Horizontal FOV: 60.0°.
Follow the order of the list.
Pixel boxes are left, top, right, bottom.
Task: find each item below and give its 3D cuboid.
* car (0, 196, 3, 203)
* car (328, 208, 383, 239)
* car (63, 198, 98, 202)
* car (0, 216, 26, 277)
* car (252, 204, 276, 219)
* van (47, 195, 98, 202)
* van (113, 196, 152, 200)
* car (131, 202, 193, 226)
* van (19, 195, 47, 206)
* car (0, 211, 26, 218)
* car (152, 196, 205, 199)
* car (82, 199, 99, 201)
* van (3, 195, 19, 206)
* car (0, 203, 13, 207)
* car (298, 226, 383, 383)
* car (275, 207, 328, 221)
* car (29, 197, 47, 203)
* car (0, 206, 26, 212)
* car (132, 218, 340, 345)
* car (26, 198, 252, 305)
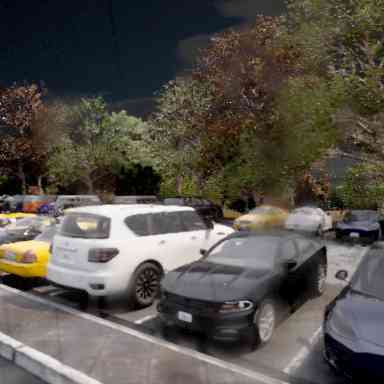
[{"bbox_3d":[-20.113,1.389,38.681,2.435,2.045,5.566,0,0,36],"label":"car"},{"bbox_3d":[9.029,1.611,17.540,2.163,1.488,4.792,0,0,36],"label":"car"},{"bbox_3d":[-8.869,1.586,30.595,2.163,1.488,4.792,0,0,36],"label":"car"},{"bbox_3d":[-3.024,1.574,10.390,1.946,1.575,5.366,0,0,36],"label":"car"},{"bbox_3d":[4.453,1.568,20.667,1.946,1.575,5.366,0,0,36],"label":"car"},{"bbox_3d":[-11.178,1.344,32.100,1.878,1.987,4.442,0,0,36],"label":"van"},{"bbox_3d":[-4.438,1.325,27.489,1.878,1.987,4.442,0,0,36],"label":"van"},{"bbox_3d":[-2.180,1.583,25.673,2.163,1.488,4.792,0,0,36],"label":"car"},{"bbox_3d":[-15.543,1.378,35.545,1.878,1.987,4.442,0,0,36],"label":"van"},{"bbox_3d":[-5.377,1.573,11.876,2.231,1.521,4.892,0,0,36],"label":"car"},{"bbox_3d":[0.095,1.308,24.092,2.435,2.045,5.566,0,0,36],"label":"car"},{"bbox_3d":[-6.732,1.581,29.045,2.163,1.488,4.792,0,0,36],"label":"car"},{"bbox_3d":[-17.923,1.396,36.983,1.878,1.987,4.442,0,0,36],"label":"van"},{"bbox_3d":[-12.329,1.554,16.681,1.946,1.575,5.366,0,0,36],"label":"car"},{"bbox_3d":[3.591,1.623,5.326,2.163,1.488,4.792,0,0,36],"label":"car"},{"bbox_3d":[6.803,1.616,19.188,2.002,1.452,4.674,0,0,36],"label":"car"},{"bbox_3d":[-13.365,1.585,33.828,2.097,1.535,5.008,0,0,36],"label":"car"},{"bbox_3d":[-7.736,1.563,13.350,1.946,1.575,5.366,0,0,36],"label":"car"},{"bbox_3d":[1.364,1.588,6.984,2.097,1.535,5.008,0,0,36],"label":"car"},{"bbox_3d":[-0.869,1.331,8.633,2.435,2.045,5.566,0,0,36],"label":"car"}]
